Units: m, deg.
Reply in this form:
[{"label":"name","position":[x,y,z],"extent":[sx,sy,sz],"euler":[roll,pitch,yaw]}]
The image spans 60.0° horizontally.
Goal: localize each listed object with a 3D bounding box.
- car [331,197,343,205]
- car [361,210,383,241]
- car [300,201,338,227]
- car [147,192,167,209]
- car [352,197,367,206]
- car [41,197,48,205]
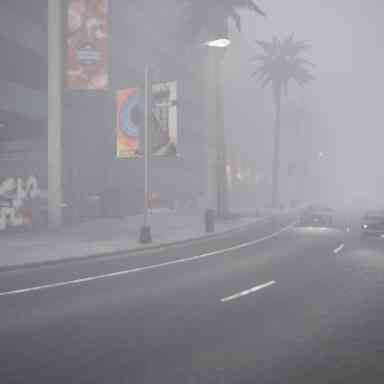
[{"label":"car","position":[26.554,1.617,60.817],"extent":[1.895,1.301,4.718],"euler":[0,0,26]},{"label":"car","position":[9.370,1.605,16.374],"extent":[1.895,1.301,4.718],"euler":[0,0,28]},{"label":"car","position":[8.682,1.570,22.864],"extent":[1.994,1.385,4.181],"euler":[0,0,25]},{"label":"car","position":[-5.248,1.039,43.119],"extent":[2.435,2.045,5.566],"euler":[0,0,25]},{"label":"car","position":[27.023,1.519,53.691],"extent":[1.837,1.490,4.892],"euler":[0,0,25]},{"label":"car","position":[-22.340,1.475,50.243],"extent":[1.895,1.301,4.718],"euler":[0,0,25]}]
